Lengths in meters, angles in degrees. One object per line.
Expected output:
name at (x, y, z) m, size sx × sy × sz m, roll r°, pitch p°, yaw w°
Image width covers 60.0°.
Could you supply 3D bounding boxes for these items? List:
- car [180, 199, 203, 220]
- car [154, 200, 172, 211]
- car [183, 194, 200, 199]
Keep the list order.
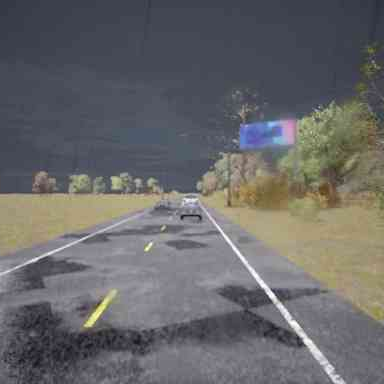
car at (-0.057, 1.600, 28.924) m, size 2.033 × 1.411 × 5.357 m, roll 0°, pitch 0°, yaw 1°
car at (-3.642, 1.648, 42.382) m, size 1.994 × 1.385 × 4.181 m, roll 0°, pitch 0°, yaw 0°
car at (-0.075, 1.301, 45.075) m, size 2.150 × 2.045 × 5.566 m, roll 0°, pitch 0°, yaw 2°
